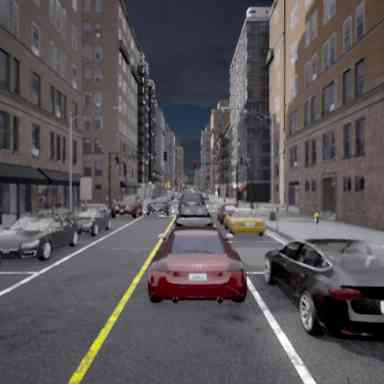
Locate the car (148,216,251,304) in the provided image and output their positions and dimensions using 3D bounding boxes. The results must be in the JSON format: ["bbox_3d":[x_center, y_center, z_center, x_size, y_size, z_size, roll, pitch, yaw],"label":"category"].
[{"bbox_3d":[0.100,1.515,8.111,1.994,1.385,4.181,0,0,0],"label":"car"}]

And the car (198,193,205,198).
[{"bbox_3d":[2.627,0.949,92.722,2.008,1.369,4.403,0,0,0],"label":"car"}]

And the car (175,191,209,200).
[{"bbox_3d":[-0.002,1.054,26.953,2.150,2.045,5.566,0,0,0],"label":"car"}]

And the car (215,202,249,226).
[{"bbox_3d":[2.634,1.442,22.666,1.802,1.307,4.206,0,0,0],"label":"car"}]

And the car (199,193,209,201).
[{"bbox_3d":[2.629,0.987,70.904,1.967,1.590,4.097,0,0,0],"label":"car"}]

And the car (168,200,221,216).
[{"bbox_3d":[0.096,1.387,17.028,2.128,1.511,4.902,0,0,0],"label":"car"}]

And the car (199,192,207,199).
[{"bbox_3d":[2.628,0.913,81.813,1.967,1.590,4.097,0,0,0],"label":"car"}]

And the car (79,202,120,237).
[{"bbox_3d":[-5.390,1.445,17.262,2.008,1.369,4.403,0,0,0],"label":"car"}]

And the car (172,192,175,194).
[{"bbox_3d":[-5.397,1.038,81.819,1.947,1.339,4.313,0,0,0],"label":"car"}]

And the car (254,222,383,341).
[{"bbox_3d":[2.636,1.528,6.428,1.947,1.339,4.313,0,0,0],"label":"car"}]

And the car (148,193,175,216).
[{"bbox_3d":[-2.754,1.128,28.485,1.837,1.490,4.892,0,0,0],"label":"car"}]

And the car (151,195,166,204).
[{"bbox_3d":[-5.394,1.206,54.550,2.008,1.369,4.403,0,0,0],"label":"car"}]

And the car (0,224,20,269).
[{"bbox_3d":[-5.389,1.543,6.436,1.802,1.307,4.206,0,0,0],"label":"car"}]

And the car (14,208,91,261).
[{"bbox_3d":[-5.390,1.479,11.849,2.008,1.369,4.403,0,0,0],"label":"car"}]

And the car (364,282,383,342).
[{"bbox_3d":[2.636,1.559,1.015,1.947,1.339,4.313,0,0,0],"label":"car"}]

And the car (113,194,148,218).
[{"bbox_3d":[-5.391,1.140,28.085,2.192,1.841,5.009,0,0,0],"label":"car"}]

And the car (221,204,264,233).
[{"bbox_3d":[2.635,1.419,17.423,1.752,1.417,4.829,0,0,0],"label":"car"}]

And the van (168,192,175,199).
[{"bbox_3d":[-5.397,0.776,87.271,1.690,1.788,3.998,0,0,0],"label":"van"}]
